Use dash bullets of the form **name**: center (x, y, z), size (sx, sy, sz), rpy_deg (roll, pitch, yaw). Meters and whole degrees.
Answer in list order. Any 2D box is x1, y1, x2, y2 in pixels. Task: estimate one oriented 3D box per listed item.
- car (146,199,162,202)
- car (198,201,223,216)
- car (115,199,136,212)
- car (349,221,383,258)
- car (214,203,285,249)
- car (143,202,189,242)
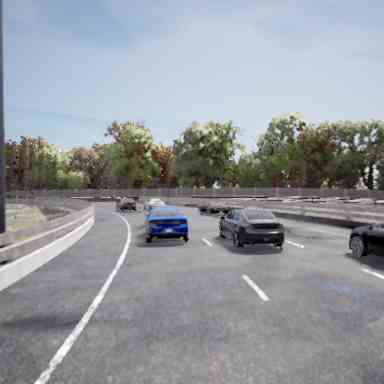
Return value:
- **car**: center (-4.649, 1.562, 41.098), size (1.812, 1.442, 4.674), rpy_deg (0, 0, -22)
- **car**: center (2.048, 1.575, 32.806), size (1.895, 1.301, 4.718), rpy_deg (-1, 0, -17)
- **car**: center (-7.976, 1.573, 39.992), size (1.837, 1.490, 4.892), rpy_deg (0, 0, -22)
- **car**: center (6.512, 1.429, 9.678), size (2.128, 1.511, 4.902), rpy_deg (-1, 0, -5)
- **car**: center (2.453, 1.480, 14.589), size (1.837, 1.490, 4.892), rpy_deg (0, 0, -7)
- **car**: center (-1.356, 1.487, 16.527), size (1.882, 1.535, 5.008), rpy_deg (0, 0, -9)
